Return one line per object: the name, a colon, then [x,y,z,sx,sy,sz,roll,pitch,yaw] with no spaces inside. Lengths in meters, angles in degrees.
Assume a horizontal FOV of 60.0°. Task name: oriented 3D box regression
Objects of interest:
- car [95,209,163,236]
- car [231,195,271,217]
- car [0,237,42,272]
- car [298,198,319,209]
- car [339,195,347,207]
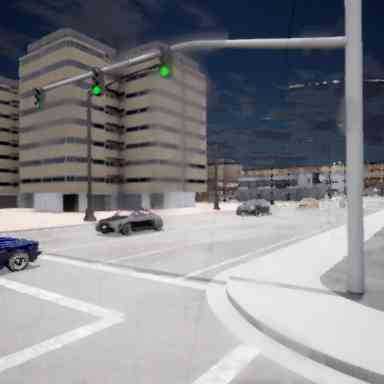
car: [-3.581,1.707,19.531,1.994,1.385,4.181,-1,0,35]
car: [6.150,1.499,33.245,2.097,1.767,4.553,-1,-1,36]
car: [-6.657,1.718,8.964,1.895,1.301,4.718,-1,0,35]
car: [16.925,1.667,48.284,1.882,1.535,5.008,-1,0,35]
car: [25.485,1.661,54.432,1.812,1.442,4.674,-1,0,34]
